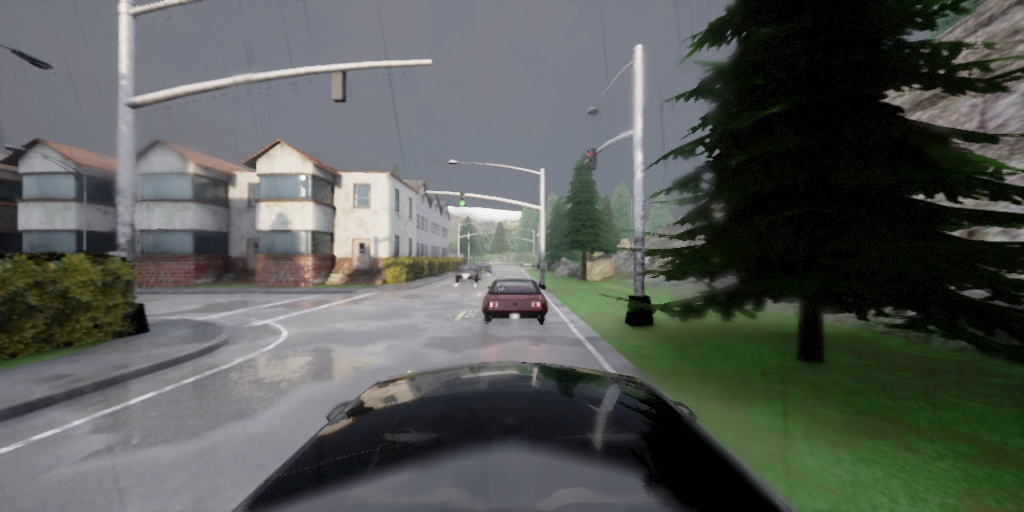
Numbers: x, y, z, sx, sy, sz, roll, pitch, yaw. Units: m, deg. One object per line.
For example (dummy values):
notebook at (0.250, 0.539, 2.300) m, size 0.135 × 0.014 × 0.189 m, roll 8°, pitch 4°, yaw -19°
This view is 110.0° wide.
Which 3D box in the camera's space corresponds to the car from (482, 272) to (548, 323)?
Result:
car at (0.082, 1.414, 12.313) m, size 1.895 × 1.301 × 4.718 m, roll 0°, pitch 0°, yaw 0°

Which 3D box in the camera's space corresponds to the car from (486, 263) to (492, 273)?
car at (-3.633, 1.571, 47.479) m, size 2.033 × 1.411 × 5.357 m, roll 0°, pitch 0°, yaw 0°

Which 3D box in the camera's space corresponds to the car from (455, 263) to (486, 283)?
car at (-3.637, 1.414, 30.470) m, size 2.128 × 1.511 × 4.902 m, roll 0°, pitch 0°, yaw 0°
